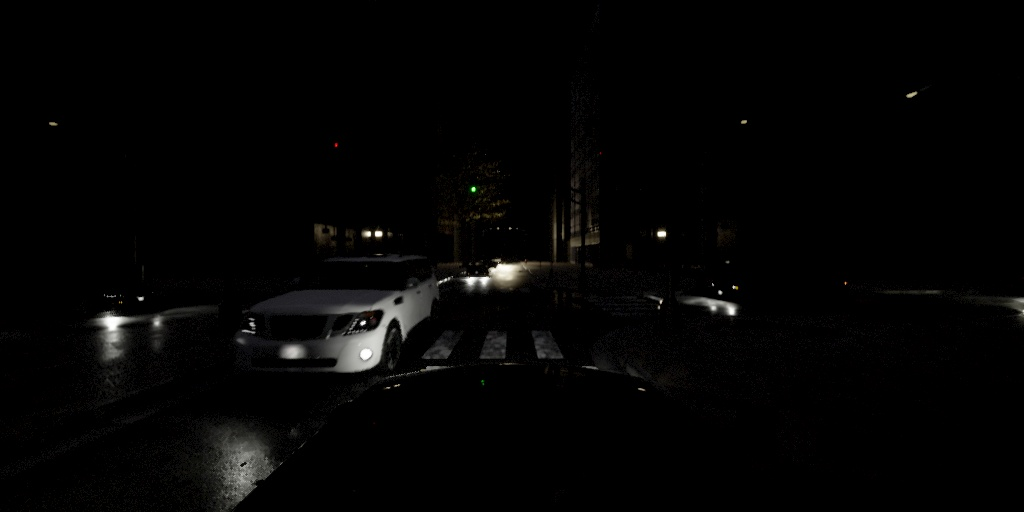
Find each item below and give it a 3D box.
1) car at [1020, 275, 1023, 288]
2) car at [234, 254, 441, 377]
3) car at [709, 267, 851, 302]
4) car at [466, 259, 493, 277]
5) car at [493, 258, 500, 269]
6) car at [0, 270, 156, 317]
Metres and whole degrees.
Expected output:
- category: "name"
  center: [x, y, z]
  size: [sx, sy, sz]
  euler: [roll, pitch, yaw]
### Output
- category: "car"
  center: [26.403, 0.834, 15.853]
  size: [5.566, 2.045, 2.150]
  euler: [0, 0, 0]
- category: "car"
  center: [-3.007, 0.963, 7.668]
  size: [2.150, 2.045, 5.566]
  euler: [0, 0, 0]
- category: "car"
  center: [11.753, 1.198, 15.850]
  size: [5.357, 1.411, 2.033]
  euler: [0, 0, -4]
- category: "car"
  center: [-3.052, 1.211, 32.978]
  size: [1.994, 1.385, 4.181]
  euler: [0, 0, 0]
- category: "car"
  center: [-3.082, 1.151, 49.692]
  size: [1.994, 1.385, 4.181]
  euler: [0, 0, 0]
- category: "car"
  center: [-15.466, 1.258, 12.600]
  size: [4.892, 1.490, 1.837]
  euler: [0, 0, 0]
